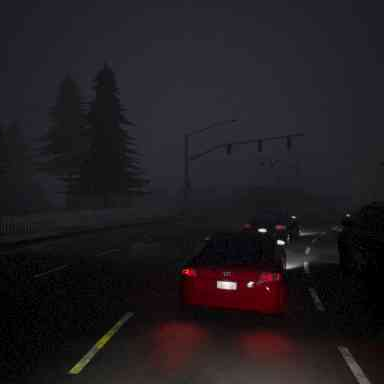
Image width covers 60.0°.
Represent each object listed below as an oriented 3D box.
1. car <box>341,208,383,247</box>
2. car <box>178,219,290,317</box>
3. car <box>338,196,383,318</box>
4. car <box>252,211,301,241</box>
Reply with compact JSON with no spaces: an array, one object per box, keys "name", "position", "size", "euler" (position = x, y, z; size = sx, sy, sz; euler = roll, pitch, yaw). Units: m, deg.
[{"name":"car","position":[8.371,1.564,15.849],"size":[1.994,1.385,4.181],"euler":[0,0,28]},{"name":"car","position":[1.130,1.564,7.620],"size":[1.994,1.385,4.181],"euler":[0,0,15]},{"name":"car","position":[4.707,1.221,7.259],"size":[2.150,2.045,5.566],"euler":[0,0,15]},{"name":"car","position":[3.792,1.564,15.589],"size":[1.994,1.385,4.181],"euler":[0,0,26]}]
